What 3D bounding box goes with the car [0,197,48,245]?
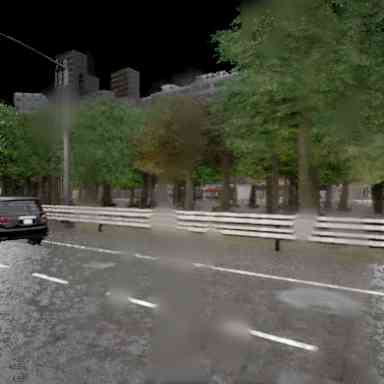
[{"bbox_3d":[-8.409,1.221,14.179,5.566,2.045,2.150,0,0,36],"label":"car"}]
